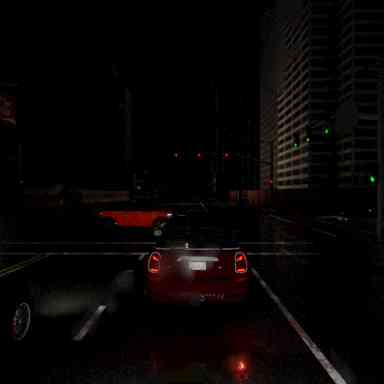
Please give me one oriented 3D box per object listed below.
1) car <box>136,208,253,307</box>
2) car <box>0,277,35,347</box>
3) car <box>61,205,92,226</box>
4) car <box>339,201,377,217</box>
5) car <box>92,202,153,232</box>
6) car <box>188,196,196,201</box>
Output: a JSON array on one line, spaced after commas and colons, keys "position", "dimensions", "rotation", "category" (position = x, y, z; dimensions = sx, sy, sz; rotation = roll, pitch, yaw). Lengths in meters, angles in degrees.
[{"position": [0.105, 1.352, 8.125], "dimensions": [2.097, 1.767, 4.553], "rotation": [0, 0, 0], "category": "car"}, {"position": [-3.396, 1.526, 3.350], "dimensions": [1.812, 1.442, 4.674], "rotation": [0, 0, 0], "category": "car"}, {"position": [-6.722, 1.564, 22.870], "dimensions": [4.181, 1.385, 1.994], "rotation": [0, 0, 0], "category": "car"}, {"position": [16.291, 1.547, 30.177], "dimensions": [5.357, 1.411, 2.033], "rotation": [0, 0, 0], "category": "car"}, {"position": [-3.082, 1.351, 19.388], "dimensions": [4.553, 1.767, 2.097], "rotation": [0, 0, 0], "category": "car"}, {"position": [0.057, 1.595, 83.474], "dimensions": [1.895, 1.301, 4.718], "rotation": [0, 0, 0], "category": "car"}]
